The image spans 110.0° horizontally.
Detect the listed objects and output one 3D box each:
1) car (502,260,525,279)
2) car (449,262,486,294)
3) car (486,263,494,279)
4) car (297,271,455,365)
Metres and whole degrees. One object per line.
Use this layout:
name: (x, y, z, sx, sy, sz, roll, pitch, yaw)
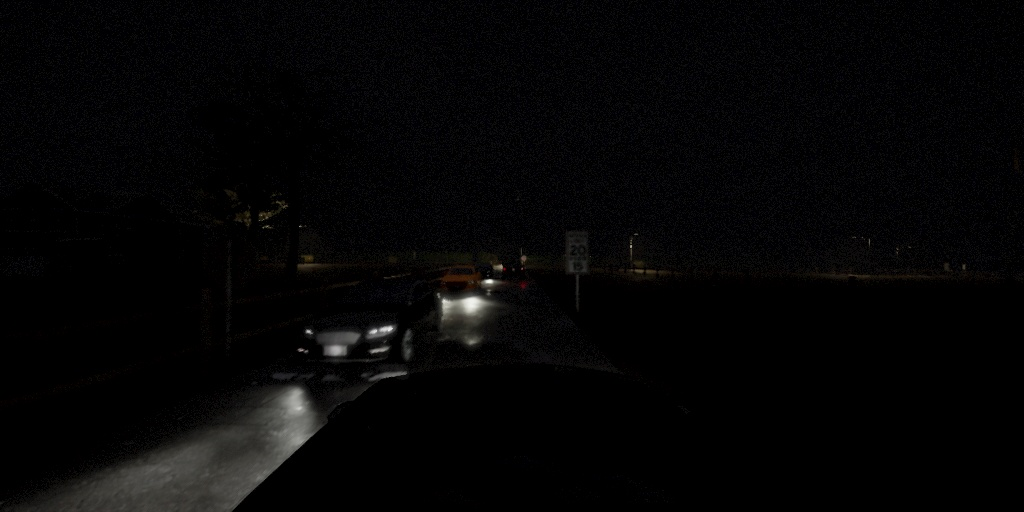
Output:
car: (0.136, 1.225, 33.851, 2.097, 1.767, 4.553, 0, 0, 0)
car: (-2.829, 1.297, 20.828, 1.882, 1.535, 5.008, 0, 0, 0)
car: (-2.798, 1.361, 34.512, 1.882, 1.535, 5.008, 0, 0, 0)
car: (-2.844, 1.265, 8.230, 2.128, 1.511, 4.902, 0, 0, 0)
